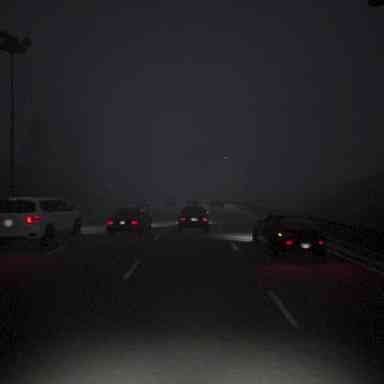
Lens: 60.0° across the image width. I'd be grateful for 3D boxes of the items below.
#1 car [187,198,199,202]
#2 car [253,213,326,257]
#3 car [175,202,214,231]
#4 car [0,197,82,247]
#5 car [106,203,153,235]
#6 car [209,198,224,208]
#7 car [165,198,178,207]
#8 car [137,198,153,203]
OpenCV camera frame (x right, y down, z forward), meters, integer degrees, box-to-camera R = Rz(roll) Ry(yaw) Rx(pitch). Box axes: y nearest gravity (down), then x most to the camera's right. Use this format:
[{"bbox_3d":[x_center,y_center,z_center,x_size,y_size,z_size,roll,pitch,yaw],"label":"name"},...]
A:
[{"bbox_3d":[0.119,1.641,53.539,1.895,1.301,4.718,0,0,0],"label":"car"},{"bbox_3d":[3.612,1.529,12.871,1.812,1.442,4.674,0,0,0],"label":"car"},{"bbox_3d":[0.092,1.563,20.711,2.033,1.411,5.357,0,0,0],"label":"car"},{"bbox_3d":[-6.892,1.243,15.212,2.150,2.045,5.566,0,0,0],"label":"car"},{"bbox_3d":[-3.411,1.568,18.866,2.033,1.411,5.357,0,0,0],"label":"car"},{"bbox_3d":[3.615,1.595,49.738,1.994,1.385,4.181,0,0,0],"label":"car"},{"bbox_3d":[-3.383,1.594,53.776,2.033,1.411,5.357,0,0,0],"label":"car"},{"bbox_3d":[-6.877,1.597,48.782,2.033,1.411,5.357,0,0,0],"label":"car"}]
